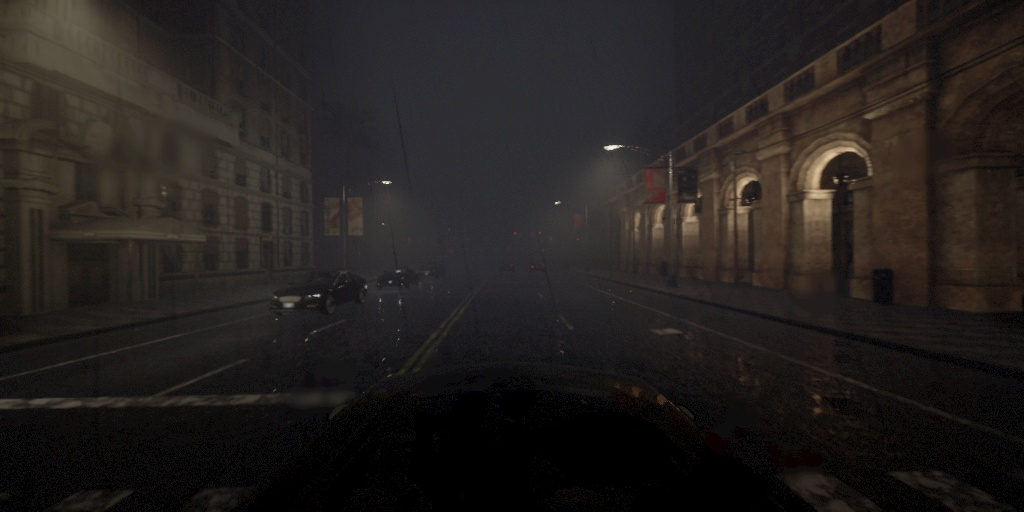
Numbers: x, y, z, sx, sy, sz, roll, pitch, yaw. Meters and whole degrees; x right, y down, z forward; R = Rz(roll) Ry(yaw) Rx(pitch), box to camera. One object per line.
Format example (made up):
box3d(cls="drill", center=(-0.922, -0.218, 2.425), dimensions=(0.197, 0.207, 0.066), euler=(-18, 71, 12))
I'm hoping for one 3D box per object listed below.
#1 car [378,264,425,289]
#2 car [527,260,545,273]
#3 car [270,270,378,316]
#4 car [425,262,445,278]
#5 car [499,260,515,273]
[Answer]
box3d(cls="car", center=(-7.516, 1.411, 24.051), dimensions=(1.994, 1.385, 4.181), euler=(-1, 0, -1))
box3d(cls="car", center=(2.898, 1.244, 43.149), dimensions=(2.033, 1.411, 5.357), euler=(-1, 0, 0))
box3d(cls="car", center=(-7.330, 1.339, 14.139), dimensions=(2.128, 1.511, 4.902), euler=(-1, 0, -1))
box3d(cls="car", center=(-7.622, 1.337, 34.408), dimensions=(2.128, 1.511, 4.902), euler=(-1, 0, 0))
box3d(cls="car", center=(-0.615, 1.271, 44.756), dimensions=(1.812, 1.442, 4.674), euler=(-1, 0, 0))
